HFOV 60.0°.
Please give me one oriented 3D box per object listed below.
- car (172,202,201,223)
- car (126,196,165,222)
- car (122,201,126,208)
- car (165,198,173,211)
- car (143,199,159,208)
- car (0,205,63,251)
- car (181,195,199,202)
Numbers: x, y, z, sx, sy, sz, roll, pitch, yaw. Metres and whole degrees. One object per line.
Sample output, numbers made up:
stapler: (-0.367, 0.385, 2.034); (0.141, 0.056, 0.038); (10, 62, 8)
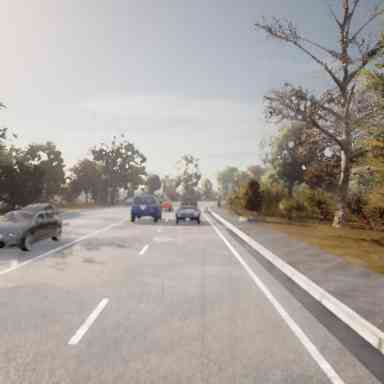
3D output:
car: (-0.303, 1.714, 26.360); (1.895, 1.301, 4.718); (0, 0, 0)
car: (-3.745, 1.347, 27.885); (2.150, 2.045, 5.566); (0, -1, -1)
car: (-10.402, 1.894, 56.939); (1.812, 1.442, 4.674); (0, 0, 4)
car: (-3.731, 1.622, 45.303); (2.097, 1.767, 4.553); (0, 0, 1)
car: (-6.926, 1.889, 56.502); (1.812, 1.442, 4.674); (0, 0, 4)
car: (-7.159, 1.542, 14.293); (2.128, 1.511, 4.902); (0, 0, -1)
car: (-0.296, 1.471, 43.901); (2.150, 2.045, 5.566); (0, -1, 1)
